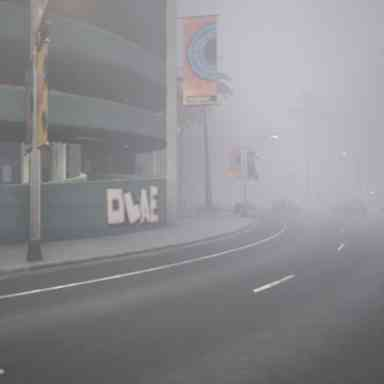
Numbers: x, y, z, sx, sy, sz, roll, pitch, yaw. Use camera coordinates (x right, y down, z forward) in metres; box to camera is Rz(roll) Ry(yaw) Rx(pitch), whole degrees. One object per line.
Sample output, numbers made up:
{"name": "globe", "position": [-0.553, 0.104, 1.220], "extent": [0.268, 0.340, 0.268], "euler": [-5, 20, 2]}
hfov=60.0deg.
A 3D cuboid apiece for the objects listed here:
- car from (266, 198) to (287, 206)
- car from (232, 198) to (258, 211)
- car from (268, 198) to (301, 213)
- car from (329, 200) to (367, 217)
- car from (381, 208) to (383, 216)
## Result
{"name": "car", "position": [16.957, 2.031, 67.065], "extent": [2.231, 1.521, 4.892], "euler": [0, 0, -12]}
{"name": "car", "position": [7.497, 1.945, 46.012], "extent": [1.994, 1.385, 4.181], "euler": [0, -1, -12]}
{"name": "car", "position": [11.856, 1.698, 42.168], "extent": [2.097, 1.767, 4.553], "euler": [0, 0, -11]}
{"name": "car", "position": [16.376, 1.636, 35.110], "extent": [2.097, 1.767, 4.553], "euler": [0, 0, -3]}
{"name": "car", "position": [20.027, 1.853, 31.566], "extent": [1.895, 1.301, 4.718], "euler": [0, 0, 2]}
